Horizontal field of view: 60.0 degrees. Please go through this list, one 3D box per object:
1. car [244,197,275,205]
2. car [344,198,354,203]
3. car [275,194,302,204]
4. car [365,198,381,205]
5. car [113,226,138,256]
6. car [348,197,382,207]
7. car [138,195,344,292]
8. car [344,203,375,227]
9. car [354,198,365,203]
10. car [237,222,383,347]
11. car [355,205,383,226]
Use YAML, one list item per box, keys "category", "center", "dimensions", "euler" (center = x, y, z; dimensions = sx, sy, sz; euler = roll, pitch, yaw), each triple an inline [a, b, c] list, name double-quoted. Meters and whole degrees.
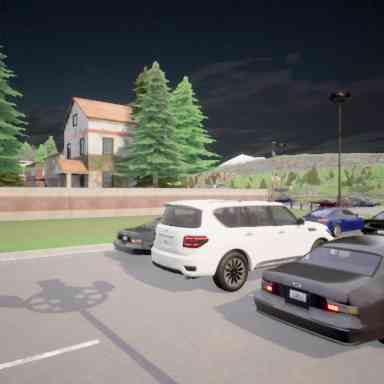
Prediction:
- category: "car"
  center: [11.885, 1.546, 59.040]
  dimensions: [2.033, 1.411, 5.357]
  euler: [0, 0, -36]
- category: "car"
  center: [18.361, 1.600, 44.124]
  dimensions: [1.895, 1.301, 4.718]
  euler: [0, 0, -37]
- category: "car"
  center: [18.120, 1.350, 62.407]
  dimensions: [2.097, 1.767, 4.553]
  euler: [0, 0, -35]
- category: "car"
  center: [24.053, 1.546, 48.203]
  dimensions: [2.033, 1.411, 5.357]
  euler: [0, 0, -37]
- category: "car"
  center: [-0.133, 1.547, 12.243]
  dimensions: [5.357, 1.411, 2.033]
  euler: [0, 0, -36]
- category: "car"
  center: [26.435, 1.563, 50.885]
  dimensions: [1.994, 1.385, 4.181]
  euler: [0, 0, -37]
- category: "car"
  center: [1.587, 1.221, 9.178]
  dimensions: [5.566, 2.045, 2.150]
  euler: [0, 0, -36]
- category: "car"
  center: [7.671, 1.525, 17.804]
  dimensions: [4.674, 1.442, 1.812]
  euler: [0, 0, -35]
- category: "car"
  center: [21.104, 1.563, 46.326]
  dimensions: [1.994, 1.385, 4.181]
  euler: [0, 0, -37]
- category: "car"
  center: [3.566, 1.547, 6.289]
  dimensions: [5.357, 1.411, 2.033]
  euler: [0, 0, -36]
- category: "car"
  center: [9.678, 1.477, 14.937]
  dimensions: [5.008, 1.535, 1.882]
  euler: [0, 0, -35]
